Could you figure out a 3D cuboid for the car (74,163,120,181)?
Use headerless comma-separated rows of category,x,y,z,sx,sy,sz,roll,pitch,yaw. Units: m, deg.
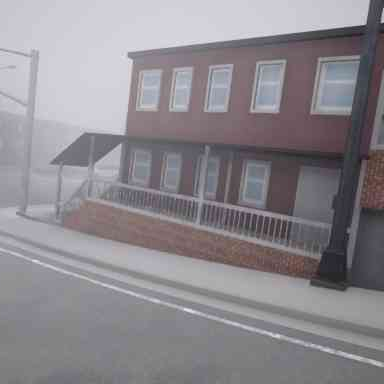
car,-11.143,-2.474,41.218,2.150,2.045,5.566,11,7,35

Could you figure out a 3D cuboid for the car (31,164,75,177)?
car,-16.312,-2.680,40.029,2.033,1.411,5.357,11,6,35
